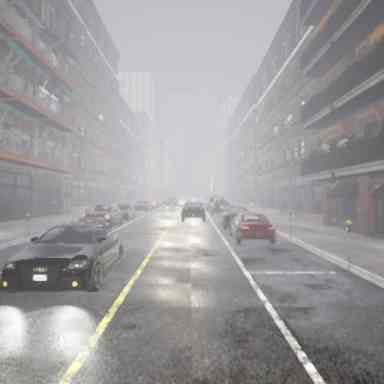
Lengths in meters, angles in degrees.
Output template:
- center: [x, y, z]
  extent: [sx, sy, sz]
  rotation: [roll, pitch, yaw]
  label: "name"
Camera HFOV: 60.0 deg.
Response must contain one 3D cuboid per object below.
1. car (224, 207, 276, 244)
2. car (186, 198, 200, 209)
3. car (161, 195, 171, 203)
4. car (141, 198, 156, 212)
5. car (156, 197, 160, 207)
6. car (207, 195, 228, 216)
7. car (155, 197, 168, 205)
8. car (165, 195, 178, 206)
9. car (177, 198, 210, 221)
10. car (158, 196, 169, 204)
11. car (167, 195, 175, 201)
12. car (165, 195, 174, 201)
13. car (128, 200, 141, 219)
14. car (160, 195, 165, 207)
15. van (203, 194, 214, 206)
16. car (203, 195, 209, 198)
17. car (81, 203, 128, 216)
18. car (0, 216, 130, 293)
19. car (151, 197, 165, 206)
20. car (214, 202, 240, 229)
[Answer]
- center: [2.712, 1.574, 15.394]
  extent: [1.802, 1.307, 4.206]
  rotation: [1, 0, 0]
  label: "car"
- center: [0.122, 1.583, 46.219]
  extent: [1.895, 1.301, 4.718]
  rotation: [0, 0, 0]
  label: "car"
- center: [-5.608, 1.420, 72.186]
  extent: [1.967, 1.590, 4.097]
  rotation: [1, 0, 0]
  label: "car"
- center: [-5.625, 1.529, 38.077]
  extent: [1.887, 1.381, 4.507]
  rotation: [1, 0, 0]
  label: "car"
- center: [-5.622, 1.508, 43.591]
  extent: [1.752, 1.417, 4.829]
  rotation: [1, 0, 0]
  label: "car"
- center: [2.721, 1.426, 32.449]
  extent: [1.967, 1.590, 4.097]
  rotation: [1, 0, 0]
  label: "car"
- center: [-5.615, 1.546, 60.815]
  extent: [1.947, 1.339, 4.313]
  rotation: [1, 0, 0]
  label: "car"
- center: [-3.033, 1.485, 52.813]
  extent: [1.837, 1.490, 4.892]
  rotation: [0, 0, 0]
  label: "car"
- center: [0.113, 1.480, 26.918]
  extent: [2.128, 1.511, 4.902]
  rotation: [0, 0, 0]
  label: "car"
- center: [-5.612, 1.505, 66.330]
  extent: [1.752, 1.417, 4.829]
  rotation: [1, 0, 0]
  label: "car"
- center: [-5.603, 1.563, 89.240]
  extent: [1.802, 1.307, 4.206]
  rotation: [1, 0, 0]
  label: "car"
- center: [-5.605, 1.531, 83.554]
  extent: [2.008, 1.369, 4.403]
  rotation: [1, 0, 0]
  label: "car"
- center: [-5.630, 1.554, 26.708]
  extent: [1.947, 1.339, 4.313]
  rotation: [1, 0, 0]
  label: "car"
- center: [-5.620, 1.526, 49.447]
  extent: [1.887, 1.381, 4.507]
  rotation: [1, 0, 0]
  label: "car"
- center: [2.732, 1.322, 55.187]
  extent: [1.690, 1.788, 3.998]
  rotation: [1, 0, 0]
  label: "van"
- center: [2.726, 1.299, 38.133]
  extent: [2.192, 1.841, 5.009]
  rotation: [1, 0, 0]
  label: "car"
- center: [-5.630, 1.431, 21.023]
  extent: [1.967, 1.590, 4.097]
  rotation: [1, 0, 0]
  label: "car"
- center: [-3.094, 1.559, 8.758]
  extent: [1.994, 1.385, 4.181]
  rotation: [0, 0, 0]
  label: "car"
- center: [-5.617, 1.506, 54.961]
  extent: [1.752, 1.417, 4.829]
  rotation: [1, 0, 0]
  label: "car"
- center: [2.714, 1.556, 21.080]
  extent: [1.947, 1.339, 4.313]
  rotation: [1, 0, 0]
  label: "car"
